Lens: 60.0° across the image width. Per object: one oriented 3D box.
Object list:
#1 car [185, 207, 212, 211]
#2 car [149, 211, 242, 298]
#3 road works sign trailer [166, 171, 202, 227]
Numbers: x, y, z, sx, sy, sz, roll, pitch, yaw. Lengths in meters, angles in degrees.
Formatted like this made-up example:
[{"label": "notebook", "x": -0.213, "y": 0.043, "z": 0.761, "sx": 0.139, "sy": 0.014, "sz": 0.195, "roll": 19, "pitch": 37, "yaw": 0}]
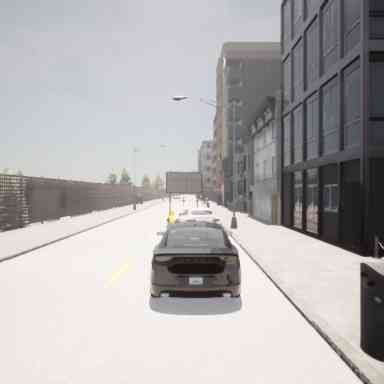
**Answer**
[{"label": "car", "x": 0.322, "y": 1.541, "z": 17.917, "sx": 1.812, "sy": 1.442, "sz": 4.674, "roll": 0, "pitch": -1, "yaw": -7}, {"label": "car", "x": 0.073, "y": 1.477, "z": 8.561, "sx": 1.882, "sy": 1.535, "sz": 5.008, "roll": 0, "pitch": 0, "yaw": 0}, {"label": "road works sign trailer", "x": -0.558, "y": 0.463, "z": 21.419, "sx": 2.380, "sy": 3.560, "sz": 2.880, "roll": 0, "pitch": 0, "yaw": -16}]
